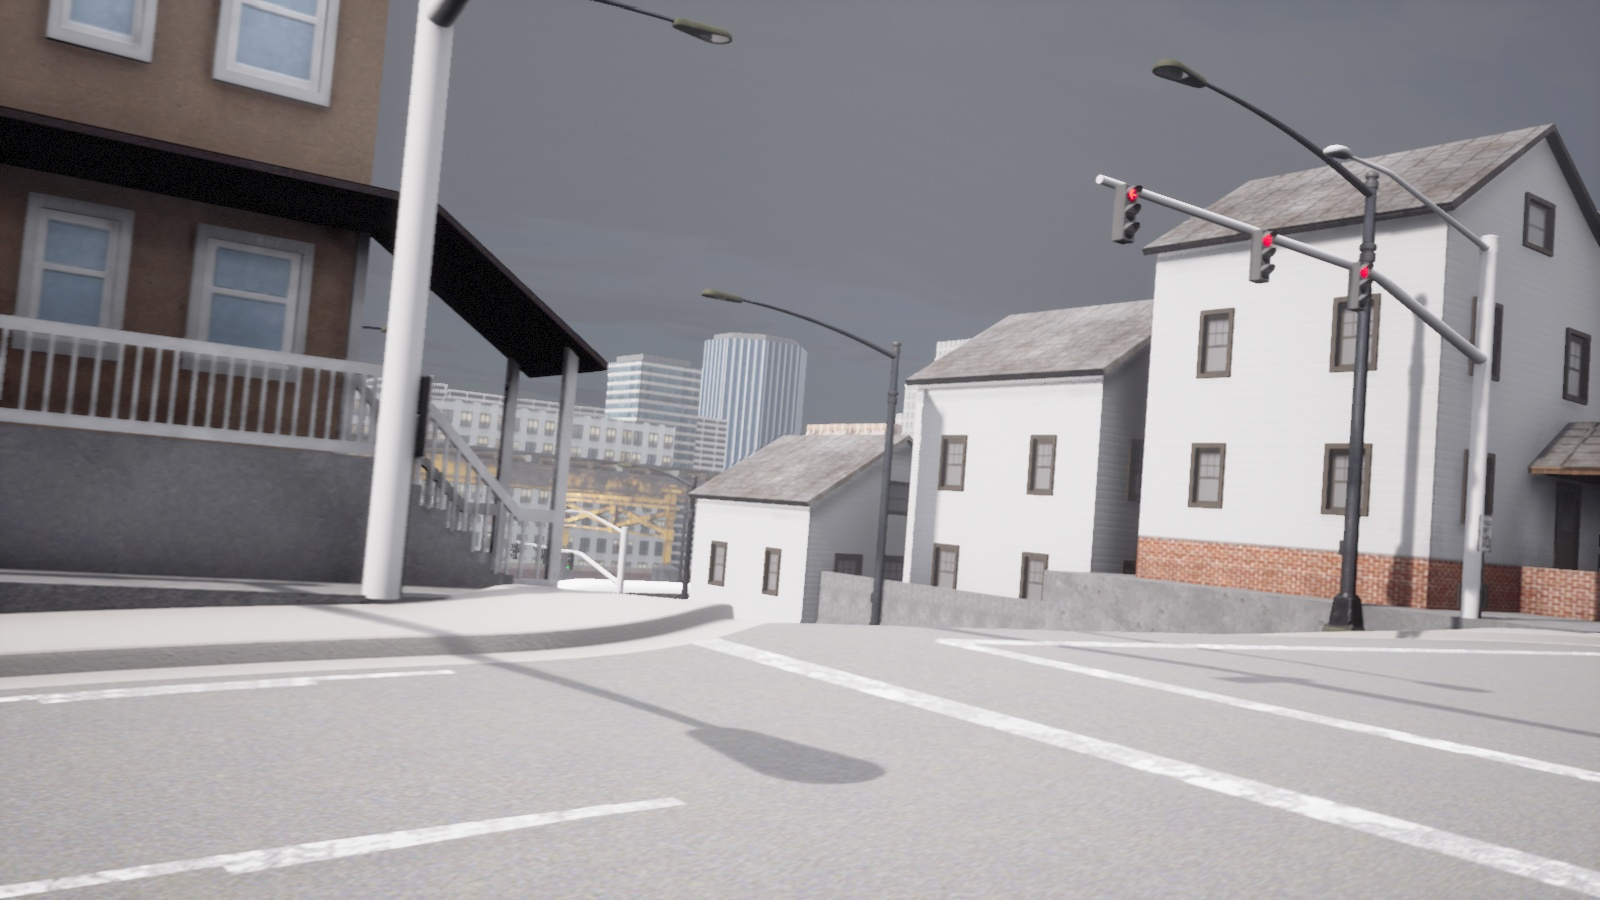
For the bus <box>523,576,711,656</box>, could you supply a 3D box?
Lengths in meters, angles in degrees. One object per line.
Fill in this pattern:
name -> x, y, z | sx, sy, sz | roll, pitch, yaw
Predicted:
bus -> -11.016, 10.108, 76.177 | 10.273, 4.253, 3.944 | 6, -3, -34
